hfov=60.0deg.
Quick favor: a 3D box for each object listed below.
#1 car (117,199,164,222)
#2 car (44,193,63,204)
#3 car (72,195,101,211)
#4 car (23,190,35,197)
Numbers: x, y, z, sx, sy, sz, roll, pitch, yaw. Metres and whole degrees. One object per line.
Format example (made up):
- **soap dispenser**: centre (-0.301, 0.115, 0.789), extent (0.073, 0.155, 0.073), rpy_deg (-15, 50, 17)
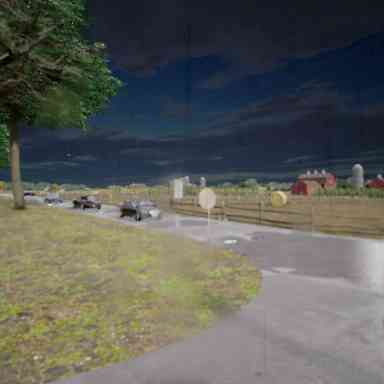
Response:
- **car**: centre (-3.824, 1.252, 24.071), extent (2.128, 1.511, 4.902), rpy_deg (0, 1, -34)
- **car**: centre (-20.188, 0.918, 48.398), extent (1.812, 1.442, 4.674), rpy_deg (0, 1, -34)
- **car**: centre (-11.038, 1.050, 34.723), extent (1.882, 1.535, 5.008), rpy_deg (0, 1, -34)
- **car**: centre (-41.002, 0.396, 84.012), extent (1.882, 1.535, 5.008), rpy_deg (0, 1, -34)
